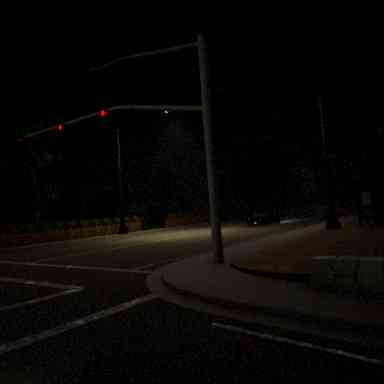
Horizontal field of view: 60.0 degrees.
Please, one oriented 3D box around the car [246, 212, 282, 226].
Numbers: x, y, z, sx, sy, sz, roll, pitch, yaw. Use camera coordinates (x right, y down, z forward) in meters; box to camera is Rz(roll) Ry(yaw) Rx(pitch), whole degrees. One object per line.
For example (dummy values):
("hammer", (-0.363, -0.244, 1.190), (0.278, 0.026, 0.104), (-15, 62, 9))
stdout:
("car", (7.314, 2.646, 33.321), (1.895, 1.301, 4.718), (-6, -4, 36))
